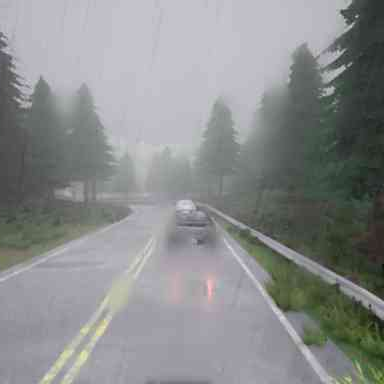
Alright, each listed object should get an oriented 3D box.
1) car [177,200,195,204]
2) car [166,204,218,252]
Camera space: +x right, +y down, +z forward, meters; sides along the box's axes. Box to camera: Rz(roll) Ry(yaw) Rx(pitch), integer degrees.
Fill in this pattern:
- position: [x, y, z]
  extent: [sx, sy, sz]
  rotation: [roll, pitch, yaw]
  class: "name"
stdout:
- position: [-0.599, 1.447, 29.876]
  extent: [1.812, 1.442, 4.674]
  rotation: [0, 0, -3]
  class: "car"
- position: [-0.040, 1.455, 13.657]
  extent: [2.128, 1.511, 4.902]
  rotation: [0, 0, -1]
  class: "car"
